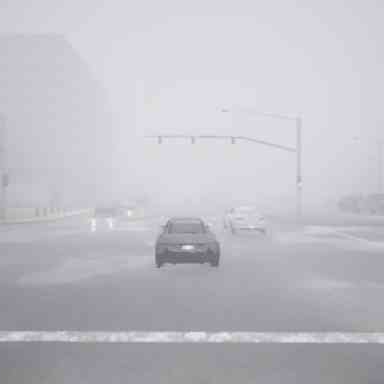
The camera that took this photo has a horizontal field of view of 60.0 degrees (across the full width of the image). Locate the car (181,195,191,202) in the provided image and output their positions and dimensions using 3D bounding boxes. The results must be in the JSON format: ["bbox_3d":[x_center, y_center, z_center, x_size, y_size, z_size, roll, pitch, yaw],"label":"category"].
[{"bbox_3d":[-1.193,1.349,72.252,2.128,1.511,4.902,0,0,0],"label":"car"}]

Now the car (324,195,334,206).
[{"bbox_3d":[22.166,1.396,51.043,1.970,1.475,3.806,0,0,0],"label":"car"}]

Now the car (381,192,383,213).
[{"bbox_3d":[19.520,1.157,33.566,1.905,1.878,3.866,0,0,0],"label":"car"}]

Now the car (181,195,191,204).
[{"bbox_3d":[-1.130,1.599,63.182,1.895,1.301,4.718,0,0,0],"label":"car"}]

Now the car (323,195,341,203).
[{"bbox_3d":[27.882,1.396,66.164,1.970,1.475,3.806,0,0,0],"label":"car"}]

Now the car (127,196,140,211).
[{"bbox_3d":[-8.067,1.524,41.630,1.812,1.442,4.674,0,0,0],"label":"car"}]

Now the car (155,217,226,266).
[{"bbox_3d":[-0.218,1.564,11.541,1.994,1.385,4.181,0,0,-3],"label":"car"}]

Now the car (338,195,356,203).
[{"bbox_3d":[30.777,1.364,66.173,1.784,1.438,3.905,0,0,0],"label":"car"}]

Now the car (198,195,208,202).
[{"bbox_3d":[2.307,1.376,72.277,1.994,1.385,4.181,0,0,0],"label":"car"}]

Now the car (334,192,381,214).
[{"bbox_3d":[16.626,1.154,33.611,1.932,1.855,4.605,0,0,0],"label":"car"}]

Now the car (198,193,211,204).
[{"bbox_3d":[2.370,1.220,63.208,2.150,2.045,5.566,0,0,0],"label":"car"}]

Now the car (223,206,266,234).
[{"bbox_3d":[2.927,1.525,19.076,1.812,1.442,4.674,0,0,-2],"label":"car"}]

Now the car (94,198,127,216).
[{"bbox_3d":[-8.013,1.476,32.350,1.882,1.535,5.008,0,0,0],"label":"car"}]

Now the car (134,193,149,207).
[{"bbox_3d":[-8.080,1.219,52.283,2.150,2.045,5.566,0,0,0],"label":"car"}]
